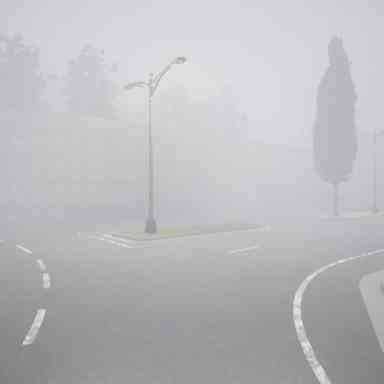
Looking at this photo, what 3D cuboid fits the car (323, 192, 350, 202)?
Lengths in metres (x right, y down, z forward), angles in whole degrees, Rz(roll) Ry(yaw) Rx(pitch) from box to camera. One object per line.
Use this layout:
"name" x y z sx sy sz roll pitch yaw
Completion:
"car" 26.792 0.914 61.632 2.097 1.767 4.553 0 5 -37
